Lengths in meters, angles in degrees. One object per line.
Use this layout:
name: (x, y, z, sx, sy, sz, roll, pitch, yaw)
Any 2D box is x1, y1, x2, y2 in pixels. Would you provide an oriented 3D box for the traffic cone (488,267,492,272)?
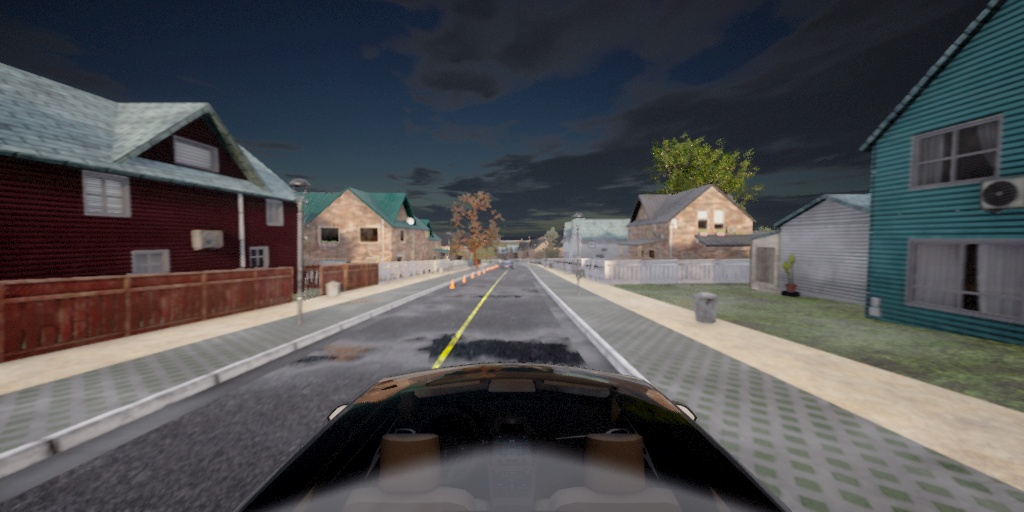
traffic cone: (-3.212, 1.753, 47.396, 0.340, 0.580, 0.340, 0, 0, 1)

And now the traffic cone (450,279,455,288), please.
traffic cone: (-3.710, 1.708, 22.347, 0.340, 0.580, 0.340, 0, 0, 1)

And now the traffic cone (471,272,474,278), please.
traffic cone: (-3.541, 1.716, 32.374, 0.340, 0.580, 0.340, 0, 0, 1)

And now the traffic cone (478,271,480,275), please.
traffic cone: (-3.433, 1.726, 37.384, 0.340, 0.580, 0.340, 0, 0, 1)

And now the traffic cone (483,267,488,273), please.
traffic cone: (-3.322, 1.737, 42.390, 0.340, 0.580, 0.340, 0, 0, 1)

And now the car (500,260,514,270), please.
car: (-0.758, 1.358, 55.535, 1.812, 1.442, 4.674, 0, 0, 1)

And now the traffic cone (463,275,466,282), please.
traffic cone: (-3.633, 1.711, 27.360, 0.340, 0.580, 0.340, 0, 0, 1)

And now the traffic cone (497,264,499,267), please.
traffic cone: (-2.880, 1.818, 62.413, 0.340, 0.580, 0.340, 0, 0, 1)
